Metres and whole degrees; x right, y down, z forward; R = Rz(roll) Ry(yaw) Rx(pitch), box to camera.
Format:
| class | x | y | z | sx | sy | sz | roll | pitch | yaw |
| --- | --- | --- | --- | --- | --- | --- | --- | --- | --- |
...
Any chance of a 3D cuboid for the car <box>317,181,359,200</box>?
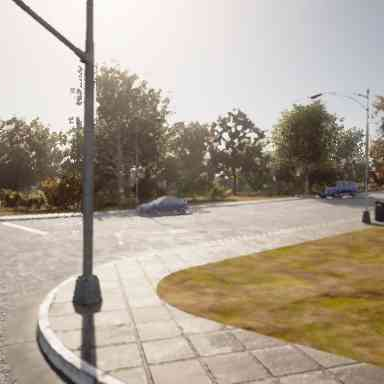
| class | x | y | z | sx | sy | sz | roll | pitch | yaw |
| --- | --- | --- | --- | --- | --- | --- | --- | --- | --- |
| car | 18.062 | -0.222 | 41.021 | 5.566 | 2.045 | 2.150 | -3 | 2 | -27 |

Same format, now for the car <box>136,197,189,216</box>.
| class | x | y | z | sx | sy | sz | roll | pitch | yaw |
| --- | --- | --- | --- | --- | --- | --- | --- | --- | --- |
| car | -2.390 | 1.133 | 27.494 | 4.674 | 1.442 | 1.812 | -2 | 2 | -39 |
